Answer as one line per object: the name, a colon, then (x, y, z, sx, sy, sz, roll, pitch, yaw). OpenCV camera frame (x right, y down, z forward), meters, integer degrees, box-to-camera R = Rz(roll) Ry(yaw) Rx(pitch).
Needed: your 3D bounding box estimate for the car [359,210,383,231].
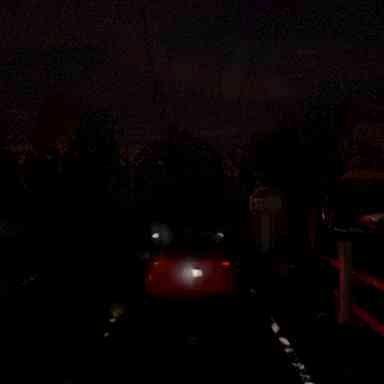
car: (13.036, 1.646, 20.943, 4.674, 1.442, 1.812, 1, 0, -1)

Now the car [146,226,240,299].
car: (-0.080, 1.546, 8.477, 1.994, 1.385, 4.181, 0, 0, -3)
